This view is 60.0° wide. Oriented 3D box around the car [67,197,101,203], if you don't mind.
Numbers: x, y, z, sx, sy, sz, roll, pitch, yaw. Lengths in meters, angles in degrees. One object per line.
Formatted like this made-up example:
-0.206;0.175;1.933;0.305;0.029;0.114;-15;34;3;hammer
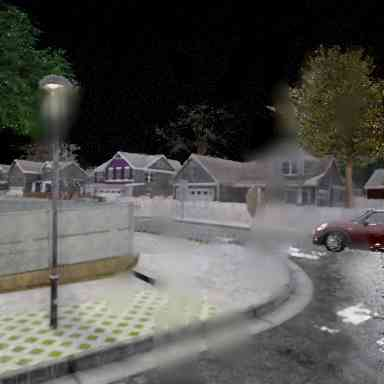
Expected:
-10.090;1.179;30.423;4.902;1.511;2.128;1;-2;43;car

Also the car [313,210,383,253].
6.984;1.450;12.423;4.553;1.767;2.097;3;-2;28;car
